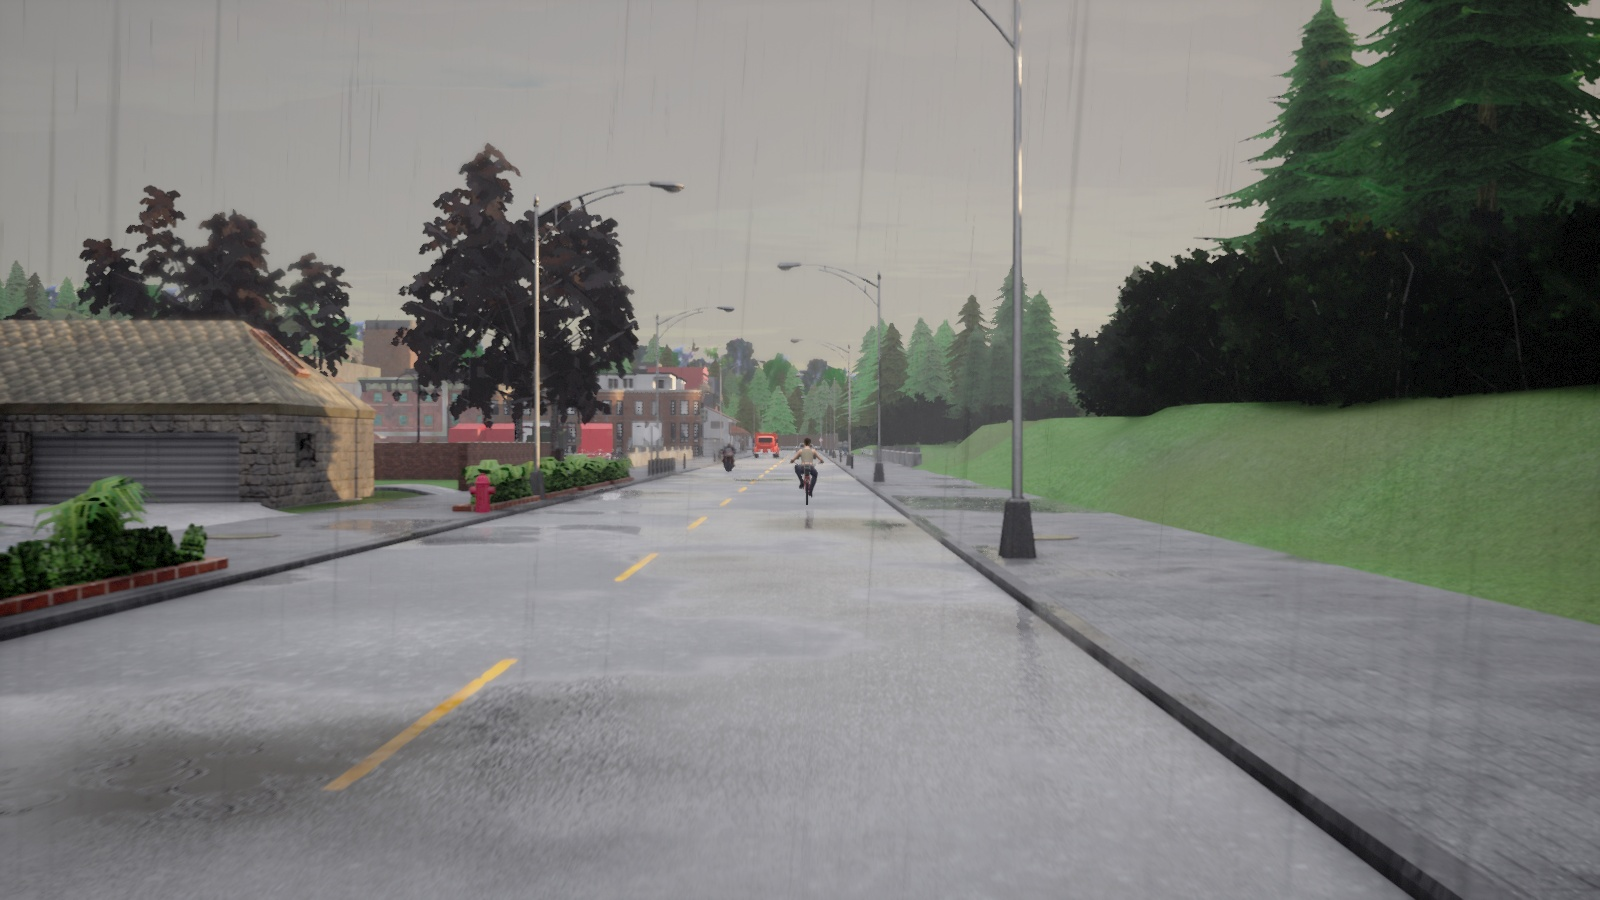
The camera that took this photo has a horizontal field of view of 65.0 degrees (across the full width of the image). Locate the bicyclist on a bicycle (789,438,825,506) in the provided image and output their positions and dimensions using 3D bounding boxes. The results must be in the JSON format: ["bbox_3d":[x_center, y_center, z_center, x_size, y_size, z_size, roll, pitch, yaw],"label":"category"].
[{"bbox_3d":[0.173,0.511,30.588,0.866,1.612,1.509,0,0,0],"label":"bicyclist on a bicycle"}]

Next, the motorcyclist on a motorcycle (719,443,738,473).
[{"bbox_3d":[-3.665,0.415,64.494,0.866,1.530,2.191,0,0,0],"label":"motorcyclist on a motorcycle"}]
